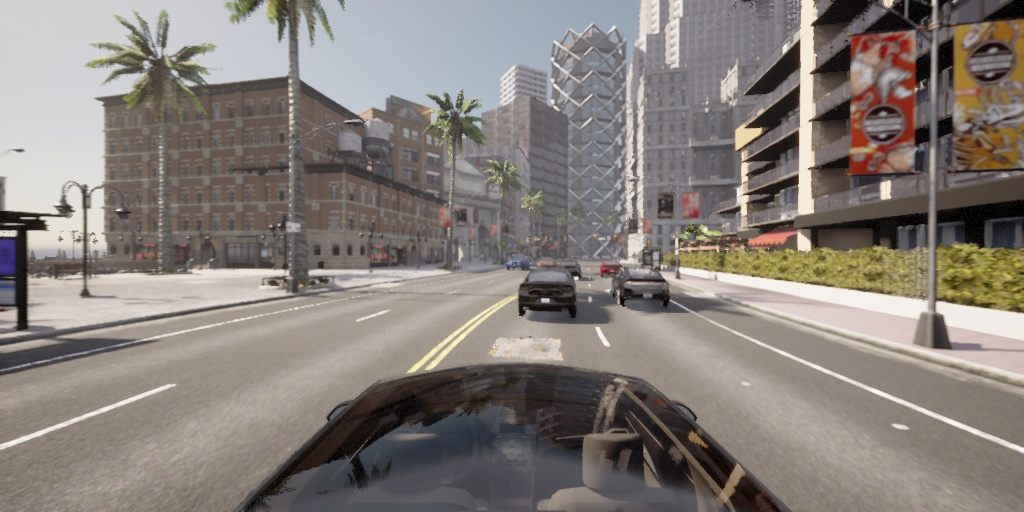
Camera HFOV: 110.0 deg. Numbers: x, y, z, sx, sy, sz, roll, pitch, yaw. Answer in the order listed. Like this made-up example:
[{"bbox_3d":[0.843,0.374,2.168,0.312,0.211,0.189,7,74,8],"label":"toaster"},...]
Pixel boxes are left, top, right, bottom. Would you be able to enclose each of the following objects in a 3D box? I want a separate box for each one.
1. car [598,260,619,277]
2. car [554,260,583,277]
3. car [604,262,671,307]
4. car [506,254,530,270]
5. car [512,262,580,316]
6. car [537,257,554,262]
[{"bbox_3d":[8.969,1.100,32.695,1.882,1.535,5.008,0,0,12],"label":"car"},{"bbox_3d":[4.907,1.120,30.443,1.837,1.490,4.892,0,0,12],"label":"car"},{"bbox_3d":[5.311,1.192,15.235,2.128,1.511,4.902,0,0,11],"label":"car"},{"bbox_3d":[0.838,0.759,45.256,2.150,2.045,5.566,0,0,12],"label":"car"},{"bbox_3d":[1.400,1.172,13.165,1.882,1.535,5.008,0,0,9],"label":"car"},{"bbox_3d":[4.273,0.899,44.583,2.097,1.767,4.553,0,0,12],"label":"car"}]
